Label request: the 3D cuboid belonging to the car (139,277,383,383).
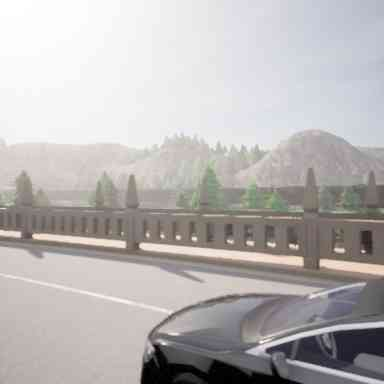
[{"bbox_3d":[1.716,1.478,2.579,4.902,1.511,2.128,0,0,35],"label":"car"}]
